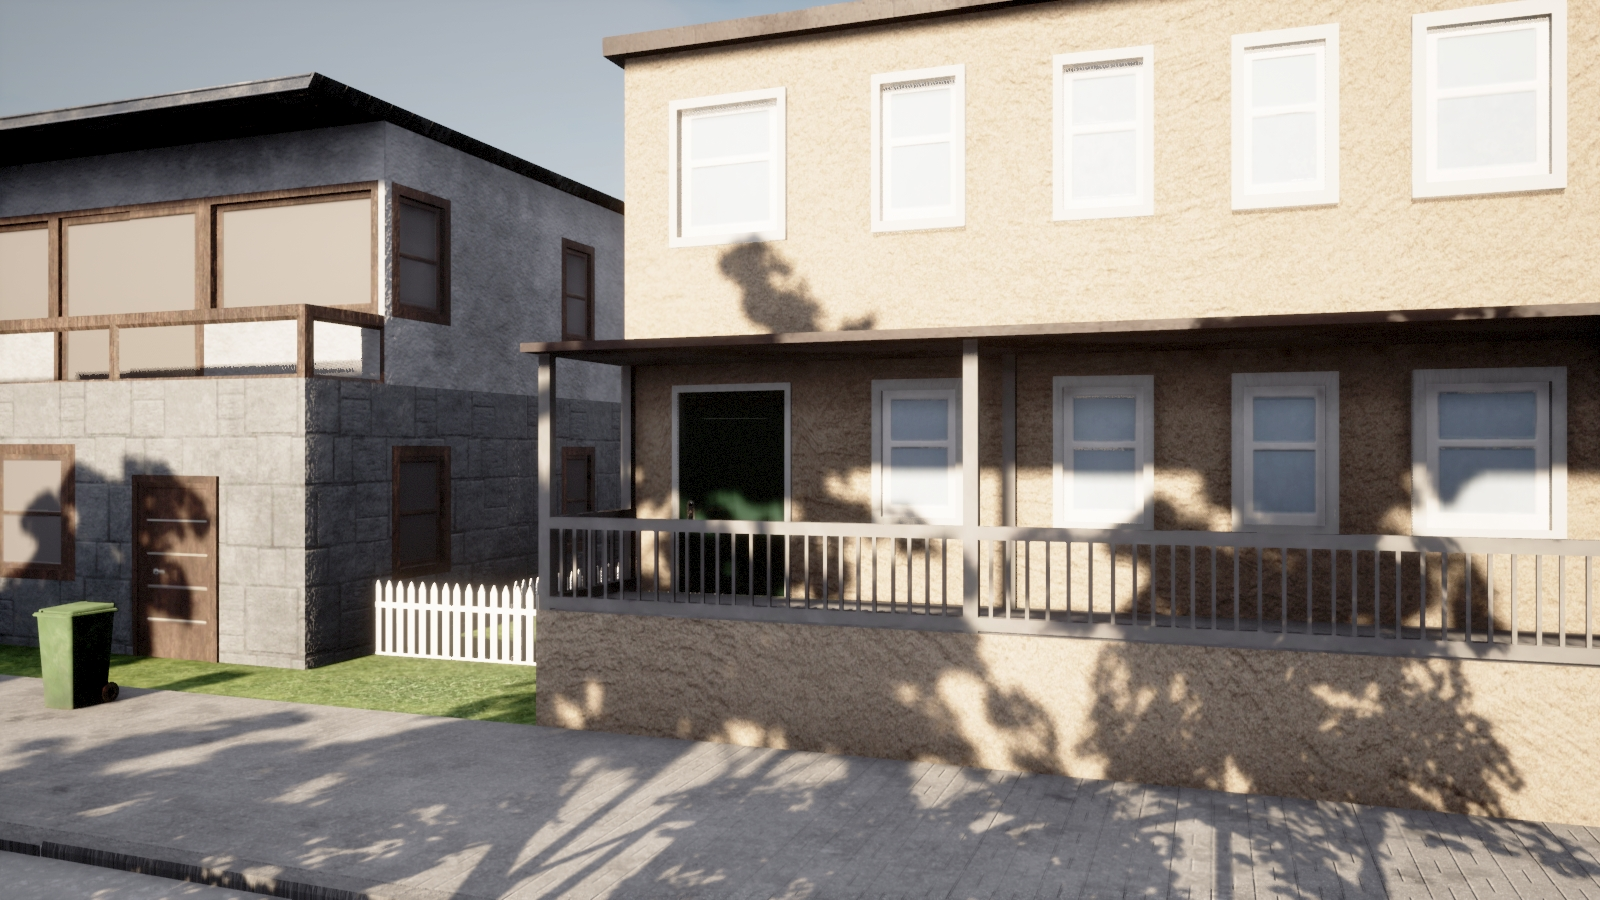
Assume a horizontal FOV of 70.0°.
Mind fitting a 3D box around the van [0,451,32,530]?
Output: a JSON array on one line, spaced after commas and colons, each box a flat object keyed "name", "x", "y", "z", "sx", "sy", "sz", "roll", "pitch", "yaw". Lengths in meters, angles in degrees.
[{"name": "van", "x": -27.753, "y": 1.329, "z": 35.973, "sx": 1.988, "sy": 2.561, "sz": 5.915, "roll": 0, "pitch": 0, "yaw": 20}]
